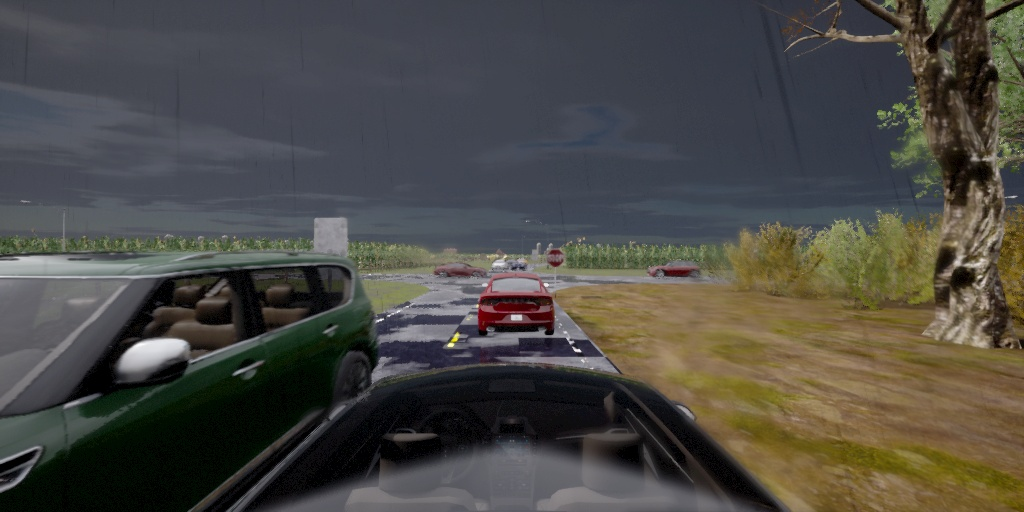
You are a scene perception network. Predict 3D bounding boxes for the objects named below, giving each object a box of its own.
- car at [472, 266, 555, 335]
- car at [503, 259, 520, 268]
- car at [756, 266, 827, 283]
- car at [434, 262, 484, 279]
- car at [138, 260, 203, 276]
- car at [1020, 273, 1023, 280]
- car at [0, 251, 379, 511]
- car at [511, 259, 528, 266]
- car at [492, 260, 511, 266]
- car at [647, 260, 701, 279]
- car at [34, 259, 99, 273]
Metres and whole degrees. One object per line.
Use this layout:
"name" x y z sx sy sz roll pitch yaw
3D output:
"car" 0.105 1.228 10.499 1.882 1.535 5.008 0 0 0
"car" -0.049 1.330 63.295 2.033 1.411 5.357 0 0 9
"car" 22.795 1.502 29.310 4.718 1.301 1.895 0 0 6
"car" -4.494 1.253 31.494 4.674 1.442 1.812 0 0 4
"car" -31.228 1.102 32.864 4.181 1.385 1.994 0 0 2
"car" 46.717 1.597 30.299 5.357 1.411 2.033 0 0 8
"car" -2.842 0.971 2.569 2.150 2.045 5.566 0 0 0
"car" 1.195 1.371 52.257 1.895 1.301 4.718 0 0 8
"car" -1.682 1.296 51.022 1.812 1.442 4.674 0 0 7
"car" 15.117 1.215 33.694 4.553 1.767 2.097 0 0 5
"car" -46.264 1.037 37.297 4.718 1.301 1.895 0 0 3
